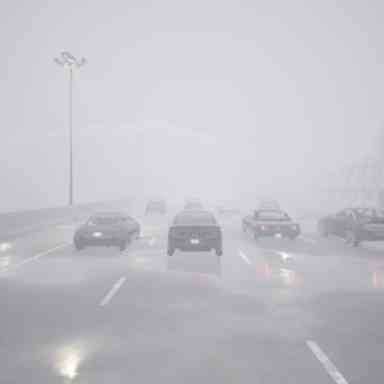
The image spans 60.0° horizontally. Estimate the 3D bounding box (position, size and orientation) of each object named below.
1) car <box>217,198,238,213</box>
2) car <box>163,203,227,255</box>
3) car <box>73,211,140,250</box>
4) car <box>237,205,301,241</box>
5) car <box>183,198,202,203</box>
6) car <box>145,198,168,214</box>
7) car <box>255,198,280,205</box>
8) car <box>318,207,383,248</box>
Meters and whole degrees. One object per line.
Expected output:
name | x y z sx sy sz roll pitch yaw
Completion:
car | 3.588 1.339 33.667 1.812 1.442 4.674 0 0 0
car | 0.101 1.405 13.039 1.882 1.535 5.008 0 0 0
car | -3.401 1.486 13.978 1.994 1.385 4.181 0 0 0
car | 3.602 1.511 16.082 1.895 1.301 4.718 0 0 0
car | 0.088 1.339 33.669 1.812 1.442 4.674 0 0 0
car | -3.399 1.312 32.465 2.128 1.511 4.902 0 0 0
car | 7.326 1.311 32.472 2.128 1.511 4.902 0 0 3
car | 7.100 1.411 14.405 2.128 1.511 4.902 0 0 0
